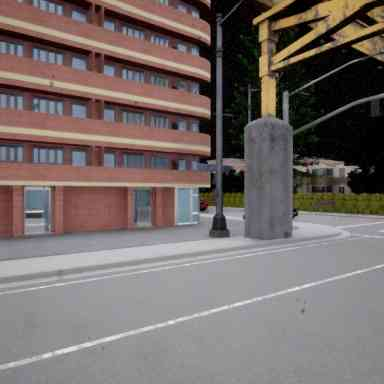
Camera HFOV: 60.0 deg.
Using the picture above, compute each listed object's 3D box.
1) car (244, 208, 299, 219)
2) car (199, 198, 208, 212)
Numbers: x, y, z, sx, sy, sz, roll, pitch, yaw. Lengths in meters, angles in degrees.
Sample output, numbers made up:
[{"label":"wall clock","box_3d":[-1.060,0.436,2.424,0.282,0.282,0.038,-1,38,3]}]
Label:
[{"label":"car","box_3d":[6.762,1.601,28.508,1.895,1.301,4.718,0,0,-35]},{"label":"car","box_3d":[-0.446,1.224,38.670,2.150,2.045,5.566,0,0,-36]}]
